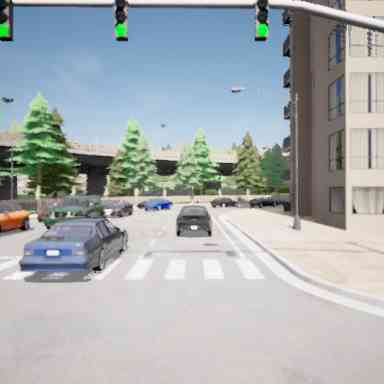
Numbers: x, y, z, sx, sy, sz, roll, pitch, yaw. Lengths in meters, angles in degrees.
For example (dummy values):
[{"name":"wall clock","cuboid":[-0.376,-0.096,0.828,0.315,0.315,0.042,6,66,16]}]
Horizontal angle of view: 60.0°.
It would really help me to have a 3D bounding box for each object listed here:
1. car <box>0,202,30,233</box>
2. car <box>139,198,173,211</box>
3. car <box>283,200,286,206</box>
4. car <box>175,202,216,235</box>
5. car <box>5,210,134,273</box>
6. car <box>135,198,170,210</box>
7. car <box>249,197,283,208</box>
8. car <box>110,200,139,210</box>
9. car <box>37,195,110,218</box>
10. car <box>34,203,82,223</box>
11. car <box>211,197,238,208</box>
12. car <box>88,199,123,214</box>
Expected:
[{"name":"car","cuboid":[-10.560,1.371,17.621,2.097,1.767,4.553,0,0,0]},{"name":"car","cuboid":[-4.066,1.502,40.731,1.882,1.535,5.008,0,0,21]},{"name":"car","cuboid":[13.007,1.510,53.760,4.674,1.442,1.812,0,0,-24]},{"name":"car","cuboid":[0.107,1.491,18.697,1.837,1.490,4.892,0,0,0]},{"name":"car","cuboid":[-3.396,1.536,10.637,2.033,1.411,5.357,0,0,0]},{"name":"car","cuboid":[-5.380,1.581,45.809,2.033,1.411,5.357,0,0,30]},{"name":"car","cuboid":[10.361,1.479,47.981,4.902,1.511,2.128,0,0,-36]},{"name":"car","cuboid":[-6.785,1.513,30.605,2.128,1.511,4.902,0,0,6]},{"name":"car","cuboid":[-7.039,1.232,20.597,2.150,2.045,5.566,0,0,1]},{"name":"car","cuboid":[-10.440,1.592,26.261,1.994,1.385,4.181,0,0,1]},{"name":"car","cuboid":[4.683,1.509,47.625,1.837,1.490,4.892,0,0,43]},{"name":"car","cuboid":[-9.329,1.561,36.220,1.812,1.442,4.674,0,0,12]}]
